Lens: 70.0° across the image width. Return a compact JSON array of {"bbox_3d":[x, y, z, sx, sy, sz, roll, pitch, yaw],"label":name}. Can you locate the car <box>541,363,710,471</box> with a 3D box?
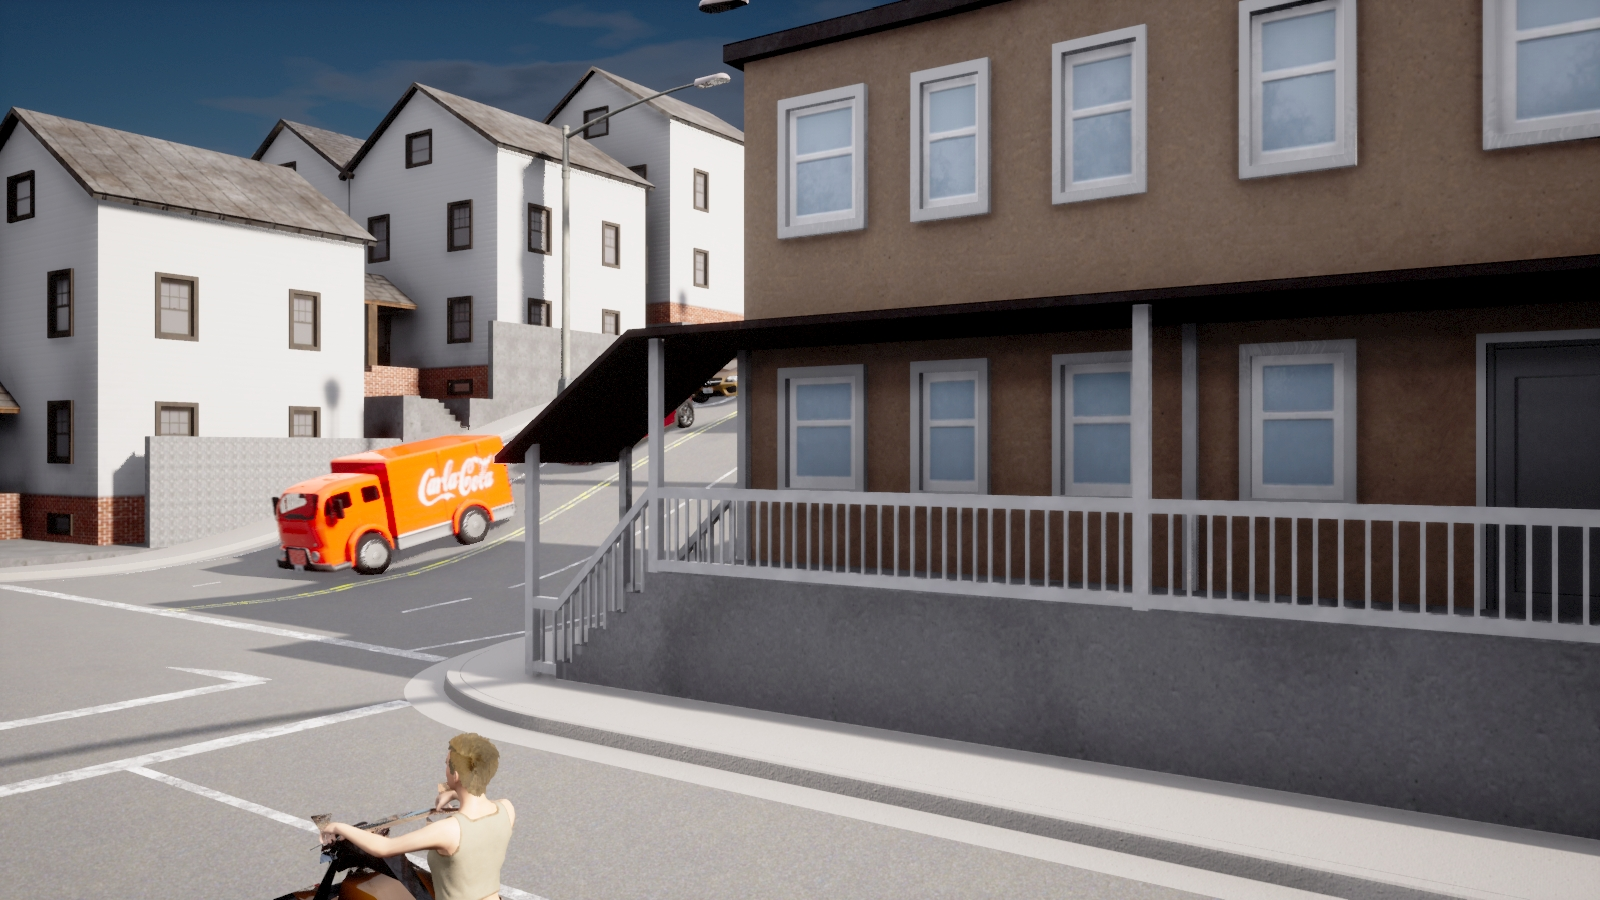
[{"bbox_3d":[-4.969,-1.023,33.164,2.097,1.767,4.553,0,19,34],"label":"car"}]

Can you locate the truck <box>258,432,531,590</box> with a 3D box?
[{"bbox_3d":[-9.306,1.252,26.755,2.627,2.467,5.204,0,11,34],"label":"truck"}]

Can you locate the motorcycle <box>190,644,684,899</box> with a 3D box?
[{"bbox_3d":[-1.647,1.905,4.943,2.356,1.802,0.764,0,0,35],"label":"motorcycle"}]
